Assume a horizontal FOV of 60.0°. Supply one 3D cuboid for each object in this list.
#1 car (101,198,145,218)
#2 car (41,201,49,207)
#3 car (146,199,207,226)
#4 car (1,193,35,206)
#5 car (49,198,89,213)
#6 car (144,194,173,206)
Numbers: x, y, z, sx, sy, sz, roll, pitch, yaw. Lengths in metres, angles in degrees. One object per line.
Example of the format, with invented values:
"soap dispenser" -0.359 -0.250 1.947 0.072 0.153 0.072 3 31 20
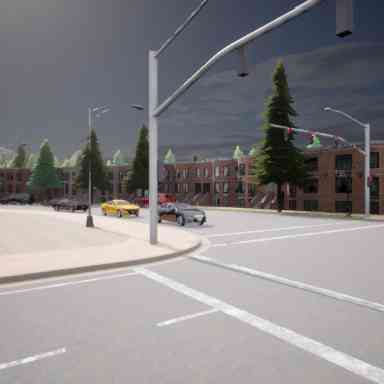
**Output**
"car" -6.711 1.481 30.914 1.882 1.535 5.008 0 0 -40
"car" -19.997 1.550 49.818 5.357 1.411 2.033 0 0 22
"car" -0.959 1.495 23.350 2.128 1.511 4.902 0 0 -36
"car" -29.297 1.217 56.063 5.566 2.045 2.150 -1 0 10
"car" -13.881 1.604 37.977 4.718 1.301 1.895 0 0 37
"car" -4.902 1.228 44.486 5.566 2.045 2.150 0 0 41
